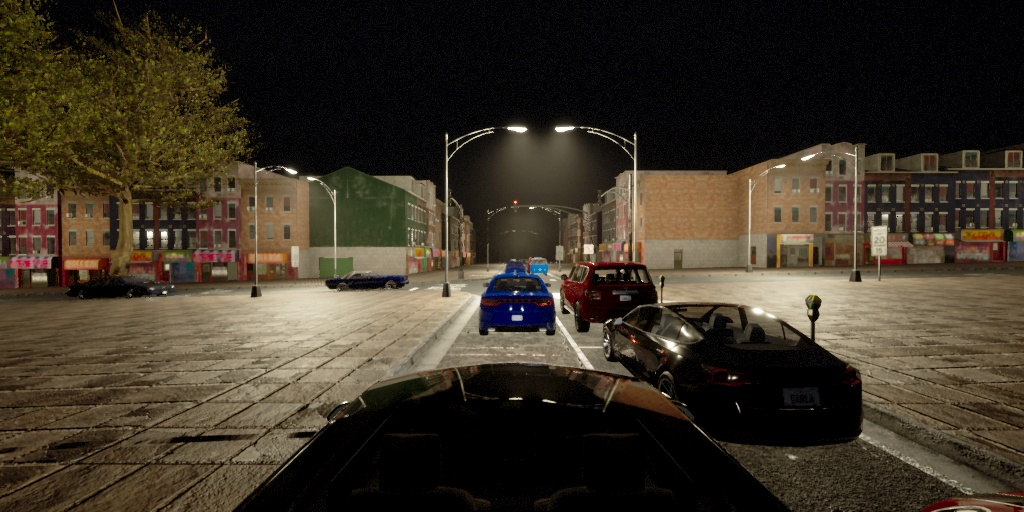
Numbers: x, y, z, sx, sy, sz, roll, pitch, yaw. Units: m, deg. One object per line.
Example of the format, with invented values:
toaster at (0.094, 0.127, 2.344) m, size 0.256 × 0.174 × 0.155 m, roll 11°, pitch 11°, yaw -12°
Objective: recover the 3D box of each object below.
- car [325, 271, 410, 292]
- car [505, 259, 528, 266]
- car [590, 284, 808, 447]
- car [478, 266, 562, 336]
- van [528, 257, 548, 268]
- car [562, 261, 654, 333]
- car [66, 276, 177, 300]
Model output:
car at (-8.989, 1.573, 22.631) m, size 4.718 × 1.301 × 1.895 m, roll -2°, pitch 1°, yaw -3°
car at (0.300, 1.241, 36.329) m, size 1.882 × 1.535 × 5.008 m, roll 0°, pitch 0°, yaw 0°
car at (2.647, 1.315, 5.333) m, size 1.948 × 1.339 × 4.313 m, roll 0°, pitch 0°, yaw 0°
car at (0.147, 1.227, 10.460) m, size 1.882 × 1.535 × 5.008 m, roll 0°, pitch 0°, yaw 1°
van at (2.770, 1.105, 37.096) m, size 1.690 × 1.789 × 3.998 m, roll 0°, pitch 0°, yaw 0°
car at (2.668, 1.064, 10.736) m, size 2.192 × 1.841 × 5.009 m, roll 0°, pitch 0°, yaw 0°
car at (-24.516, 1.976, 22.563) m, size 5.357 × 1.411 × 2.033 m, roll -2°, pitch 1°, yaw 0°
